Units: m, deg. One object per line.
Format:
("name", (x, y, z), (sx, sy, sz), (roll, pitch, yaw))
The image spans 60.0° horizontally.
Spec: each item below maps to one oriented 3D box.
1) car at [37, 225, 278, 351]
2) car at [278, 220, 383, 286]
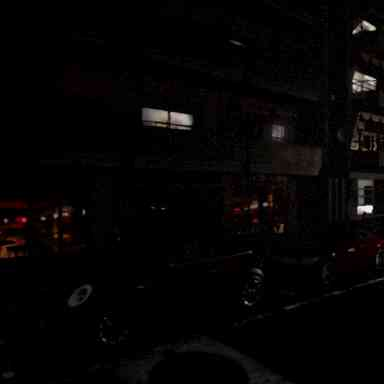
("car", (-0.609, 1.437, 6.132), (4.097, 1.590, 1.967), (0, 0, -35))
("car", (3.891, 1.574, 9.341), (4.206, 1.307, 1.802), (0, 0, -35))
